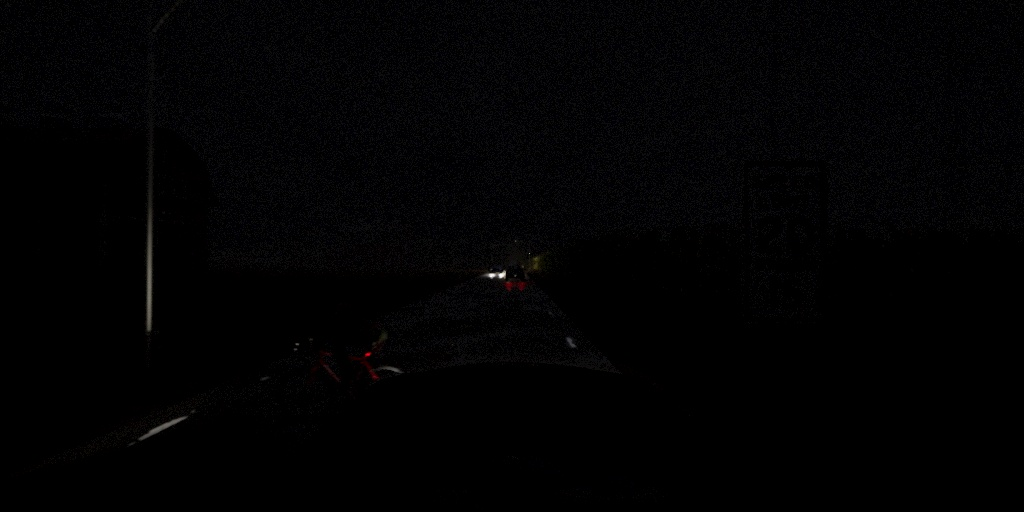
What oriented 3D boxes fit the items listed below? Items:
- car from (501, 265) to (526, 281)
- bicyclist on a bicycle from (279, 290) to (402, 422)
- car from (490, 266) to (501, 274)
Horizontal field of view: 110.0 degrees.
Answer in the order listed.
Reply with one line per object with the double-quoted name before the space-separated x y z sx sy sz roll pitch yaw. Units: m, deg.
"car" 0.304 1.671 35.659 2.128 1.511 4.902 0 -1 0
"bicyclist on a bicycle" -2.044 1.230 4.368 1.656 1.620 0.582 -2 -1 0
"car" -2.471 2.221 57.882 1.895 1.301 4.718 0 -1 1
